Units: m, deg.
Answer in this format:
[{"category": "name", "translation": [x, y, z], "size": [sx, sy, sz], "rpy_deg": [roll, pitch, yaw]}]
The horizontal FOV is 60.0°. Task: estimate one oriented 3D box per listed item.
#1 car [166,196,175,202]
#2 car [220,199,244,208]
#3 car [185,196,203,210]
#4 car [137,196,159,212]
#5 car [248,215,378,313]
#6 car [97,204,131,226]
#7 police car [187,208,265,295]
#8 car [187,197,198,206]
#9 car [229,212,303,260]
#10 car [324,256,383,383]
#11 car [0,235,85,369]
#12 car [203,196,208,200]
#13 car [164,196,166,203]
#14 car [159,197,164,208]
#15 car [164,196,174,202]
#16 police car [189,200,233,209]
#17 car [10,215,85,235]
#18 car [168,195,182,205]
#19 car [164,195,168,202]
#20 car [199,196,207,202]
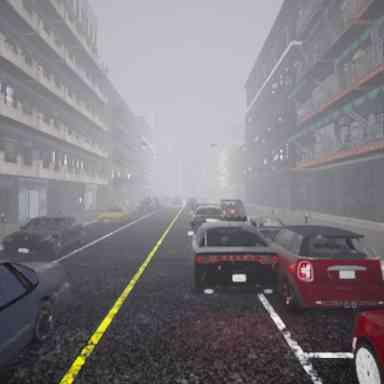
[{"category": "car", "translation": [-5.548, 1.821, 86.652], "size": [1.887, 1.381, 4.507], "rpy_deg": [0, 0, 0]}, {"category": "car", "translation": [2.732, 1.399, 24.635], "size": [2.192, 1.841, 5.009], "rpy_deg": [0, 0, 0]}, {"category": "car", "translation": [0.083, 1.643, 45.471], "size": [2.128, 1.511, 4.902], "rpy_deg": [0, 0, 0]}, {"category": "car", "translation": [-5.622, 1.579, 41.562], "size": [1.967, 1.590, 4.097], "rpy_deg": [0, 0, 0]}, {"category": "car", "translation": [2.703, 1.468, 7.726], "size": [1.967, 1.590, 4.097], "rpy_deg": [0, 0, 0]}, {"category": "car", "translation": [-5.651, 1.609, 24.481], "size": [1.752, 1.417, 4.829], "rpy_deg": [0, 0, 0]}, {"category": "police car", "translation": [0.913, 1.457, 8.971], "size": [1.930, 1.638, 5.238], "rpy_deg": [0, 0, 0]}, {"category": "car", "translation": [0.096, 1.672, 59.410], "size": [1.882, 1.535, 5.008], "rpy_deg": [0, 0, 0]}, {"category": "car", "translation": [2.712, 1.598, 13.361], "size": [2.008, 1.369, 4.403], "rpy_deg": [0, 0, 0]}, {"category": "car", "translation": [2.693, 1.553, 2.088], "size": [1.887, 1.381, 4.507], "rpy_deg": [0, 0, 0]}, {"category": "car", "translation": [-3.096, 1.560, 3.666], "size": [2.033, 1.411, 5.357], "rpy_deg": [0, 0, 0]}, {"category": "car", "translation": [2.814, 1.769, 75.531], "size": [1.752, 1.417, 4.829], "rpy_deg": [0, 0, 0]}, {"category": "car", "translation": [-5.604, 1.756, 52.834], "size": [1.802, 1.307, 4.206], "rpy_deg": [0, 0, 0]}, {"category": "car", "translation": [-5.612, 1.471, 47.198], "size": [2.192, 1.841, 5.009], "rpy_deg": [0, 0, 0]}, {"category": "car", "translation": [-5.557, 1.700, 81.015], "size": [1.967, 1.590, 4.097], "rpy_deg": [0, 0, 0]}, {"category": "police car", "translation": [0.929, 1.491, 18.971], "size": [1.930, 1.638, 5.238], "rpy_deg": [0, 0, 0]}, {"category": "car", "translation": [-5.669, 1.613, 13.378], "size": [1.947, 1.339, 4.313], "rpy_deg": [0, 0, 0]}, {"category": "car", "translation": [-2.898, 1.556, 62.698], "size": [2.097, 1.767, 4.553], "rpy_deg": [0, 0, 0]}, {"category": "car", "translation": [-5.565, 1.558, 75.380], "size": [2.192, 1.841, 5.009], "rpy_deg": [0, 0, 0]}, {"category": "car", "translation": [2.833, 1.821, 86.634], "size": [1.887, 1.381, 4.507], "rpy_deg": [0, 0, 0]}]
